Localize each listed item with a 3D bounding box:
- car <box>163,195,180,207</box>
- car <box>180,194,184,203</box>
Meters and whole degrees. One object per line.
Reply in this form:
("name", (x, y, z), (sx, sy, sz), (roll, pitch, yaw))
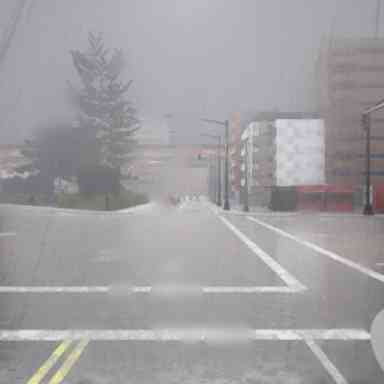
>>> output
("car", (-3.415, 1.495, 52.094), (1.882, 1.535, 5.008), (0, 0, 0))
("car", (-3.277, 1.620, 67.555), (1.895, 1.301, 4.718), (0, 0, 0))
